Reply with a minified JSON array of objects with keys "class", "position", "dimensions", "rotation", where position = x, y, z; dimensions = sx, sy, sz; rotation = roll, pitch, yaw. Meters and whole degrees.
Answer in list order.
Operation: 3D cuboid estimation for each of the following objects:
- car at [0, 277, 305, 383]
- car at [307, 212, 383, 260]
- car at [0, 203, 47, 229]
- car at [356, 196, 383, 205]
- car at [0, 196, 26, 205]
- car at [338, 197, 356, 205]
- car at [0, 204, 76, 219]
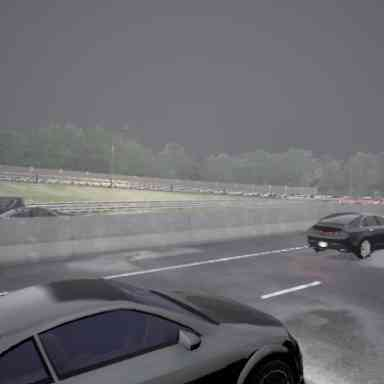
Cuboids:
[{"class":"car","position":[-0.852,1.564,3.138],"dimensions":[4.181,1.385,1.994],"rotation":[0,0,-35]},{"class":"car","position":[6.381,1.509,12.597],"dimensions":[4.892,1.490,1.837],"rotation":[0,0,-35]},{"class":"car","position":[-11.955,1.526,21.259],"dimensions":[4.674,1.442,1.812],"rotation":[0,0,-35]},{"class":"car","position":[23.369,1.400,42.136],"dimensions":[4.553,1.767,2.097],"rotation":[0,0,-35]},{"class":"car","position":[-11.484,1.221,17.296],"dimensions":[5.566,2.045,2.150],"rotation":[0,0,-35]},{"class":"car","position":[21.967,1.401,45.432],"dimensions":[4.553,1.767,2.097],"rotation":[0,0,-35]},{"class":"car","position":[-7.902,1.505,15.552],"dimensions":[4.892,1.490,1.837],"rotation":[0,0,-35]}]
